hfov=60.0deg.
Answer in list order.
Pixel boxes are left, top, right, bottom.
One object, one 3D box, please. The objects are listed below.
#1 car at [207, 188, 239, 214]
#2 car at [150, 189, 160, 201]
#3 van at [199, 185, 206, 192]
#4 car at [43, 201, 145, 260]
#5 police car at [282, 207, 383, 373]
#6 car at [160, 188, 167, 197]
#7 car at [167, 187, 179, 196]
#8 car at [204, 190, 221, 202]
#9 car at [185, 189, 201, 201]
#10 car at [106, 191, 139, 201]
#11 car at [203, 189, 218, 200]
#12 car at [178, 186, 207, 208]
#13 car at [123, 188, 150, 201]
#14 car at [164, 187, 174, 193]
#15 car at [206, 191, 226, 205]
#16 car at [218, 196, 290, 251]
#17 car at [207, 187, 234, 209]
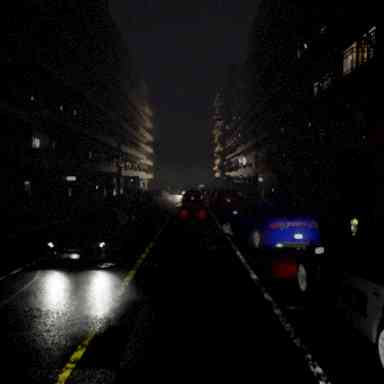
[{"bbox_3d":[2.636,0.650,26.295,2.192,1.841,5.009,-1,1,0],"label":"car"},{"bbox_3d":[-5.709,0.446,43.229,1.887,1.381,4.507,-1,1,0],"label":"car"},{"bbox_3d":[2.663,-0.940,88.585,1.690,1.788,3.998,-1,2,0],"label":"van"},{"bbox_3d":[-3.103,1.256,11.451,2.033,1.411,5.357,0,1,0],"label":"car"},{"bbox_3d":[3.133,1.291,5.186,1.930,1.638,5.238,0,1,0],"label":"police car"},{"bbox_3d":[-5.709,0.175,54.556,1.947,1.339,4.313,-1,1,0],"label":"car"},{"bbox_3d":[-3.013,-0.184,60.061,2.097,1.767,4.553,0,2,0],"label":"car"},{"bbox_3d":[2.639,0.445,43.289,1.887,1.381,4.507,-1,1,0],"label":"car"},{"bbox_3d":[0.082,0.315,46.340,2.128,1.511,4.902,0,2,0],"label":"car"},{"bbox_3d":[-5.707,0.881,26.241,1.887,1.381,4.507,-1,1,0],"label":"car"},{"bbox_3d":[2.644,0.320,48.952,1.947,1.339,4.313,-1,1,0],"label":"car"},{"bbox_3d":[0.079,0.551,31.630,2.097,1.767,4.553,0,1,0],"label":"car"},{"bbox_3d":[-5.711,0.507,31.897,2.192,1.841,5.009,-1,1,0],"label":"car"},{"bbox_3d":[-5.713,-0.579,82.871,2.008,1.369,4.403,-1,2,0],"label":"car"},{"bbox_3d":[2.640,0.612,37.627,1.947,1.339,4.313,-1,1,0],"label":"car"},{"bbox_3d":[2.765,1.154,12.737,1.882,1.535,5.008,0,2,-13],"label":"car"},{"bbox_3d":[2.636,0.506,31.958,2.192,1.841,5.009,-1,1,0],"label":"car"}]
